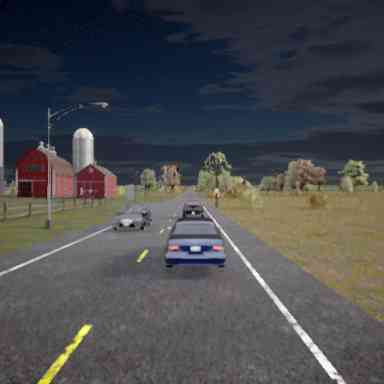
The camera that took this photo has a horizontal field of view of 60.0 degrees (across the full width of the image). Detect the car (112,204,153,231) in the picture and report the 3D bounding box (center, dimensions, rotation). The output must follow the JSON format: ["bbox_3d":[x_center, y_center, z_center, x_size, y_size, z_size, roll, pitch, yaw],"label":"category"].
[{"bbox_3d":[-3.592,1.513,20.712,2.128,1.511,4.902,0,0,0],"label":"car"}]

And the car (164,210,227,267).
[{"bbox_3d":[0.101,1.560,11.358,2.033,1.411,5.357,0,0,0],"label":"car"}]

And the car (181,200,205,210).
[{"bbox_3d":[0.109,1.532,30.359,1.837,1.490,4.892,0,0,0],"label":"car"}]
